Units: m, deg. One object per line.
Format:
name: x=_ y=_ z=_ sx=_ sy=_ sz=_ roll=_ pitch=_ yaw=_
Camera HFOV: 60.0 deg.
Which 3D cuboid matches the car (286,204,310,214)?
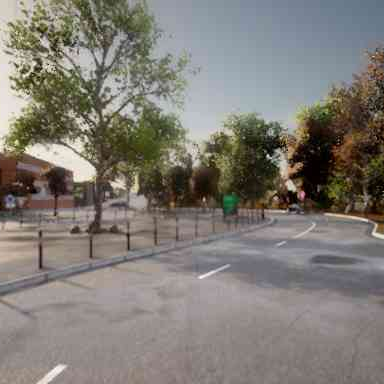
car: x=16.407 y=2.606 z=51.919 sx=2.128 sy=1.511 sz=4.902 roll=0 pitch=-1 yaw=-12
